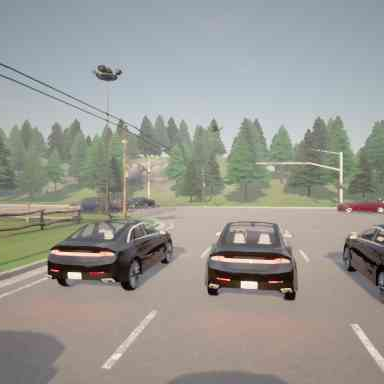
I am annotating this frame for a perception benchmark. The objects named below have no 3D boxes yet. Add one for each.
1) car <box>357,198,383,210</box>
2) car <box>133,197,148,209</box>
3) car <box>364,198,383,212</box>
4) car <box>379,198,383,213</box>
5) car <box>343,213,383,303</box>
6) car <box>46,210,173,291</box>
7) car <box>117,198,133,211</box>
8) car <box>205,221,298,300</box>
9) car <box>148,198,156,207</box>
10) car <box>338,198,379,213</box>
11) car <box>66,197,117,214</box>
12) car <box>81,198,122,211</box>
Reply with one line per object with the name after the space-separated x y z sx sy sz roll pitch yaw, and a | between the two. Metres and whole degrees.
23.513 1.506 41.592 4.892 1.490 1.837 0 0 12 | car
-8.956 1.491 44.718 4.902 1.511 2.128 0 0 12 | car
22.685 1.506 38.186 4.892 1.490 1.837 1 0 12 | car
19.119 1.477 28.203 5.008 1.535 1.882 0 0 12 | car
4.968 1.491 7.795 2.128 1.511 4.902 0 0 12 | car
-1.901 1.491 9.150 2.128 1.511 4.902 0 0 12 | car
-9.853 1.547 37.754 5.357 1.411 2.033 0 0 12 | car
1.532 1.491 8.465 2.128 1.511 4.902 0 0 12 | car
-7.754 1.477 48.043 5.008 1.535 1.882 0 0 12 | car
18.261 1.477 35.527 5.008 1.535 1.882 0 0 12 | car
-10.600 1.352 34.334 4.553 1.767 2.097 0 0 12 | car
-11.271 1.525 41.620 4.674 1.442 1.812 0 0 12 | car
